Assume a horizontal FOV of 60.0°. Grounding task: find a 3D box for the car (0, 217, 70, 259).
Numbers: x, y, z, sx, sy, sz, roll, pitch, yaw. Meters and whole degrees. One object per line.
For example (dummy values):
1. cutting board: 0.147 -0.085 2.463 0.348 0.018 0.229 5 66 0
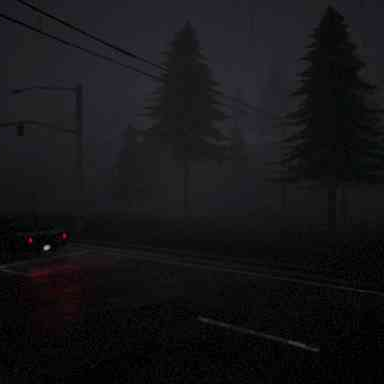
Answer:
1. car: -6.878 1.618 12.586 4.718 1.301 1.895 0 0 32
